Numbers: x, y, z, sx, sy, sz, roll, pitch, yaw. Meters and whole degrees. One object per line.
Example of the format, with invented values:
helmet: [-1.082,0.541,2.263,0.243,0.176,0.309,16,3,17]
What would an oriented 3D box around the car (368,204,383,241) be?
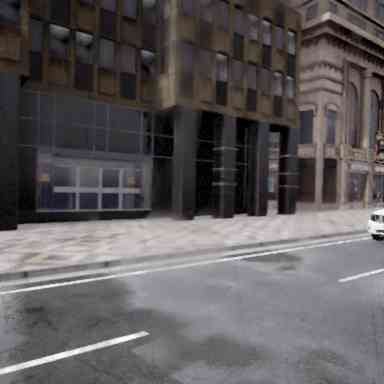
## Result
car: [10.002,1.085,14.521,5.566,2.045,2.150,0,1,-35]
